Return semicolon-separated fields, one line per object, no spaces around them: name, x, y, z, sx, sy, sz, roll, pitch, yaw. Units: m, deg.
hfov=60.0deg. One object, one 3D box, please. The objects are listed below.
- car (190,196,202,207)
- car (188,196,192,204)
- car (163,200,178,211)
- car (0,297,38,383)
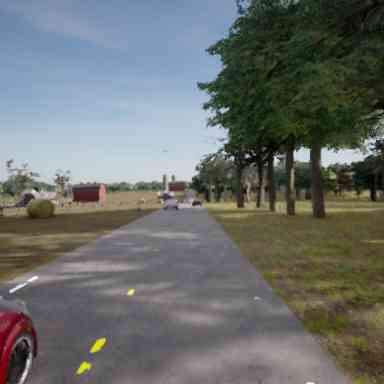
car;0.952;2.031;63.271;1.837;1.490;4.892;0;-1;0
car;-0.014;2.258;81.892;1.812;1.442;4.674;0;-1;0
car;-2.838;1.775;45.415;1.812;1.442;4.674;0;-1;0
car;-2.849;1.568;2.320;1.994;1.385;4.181;0;0;0
